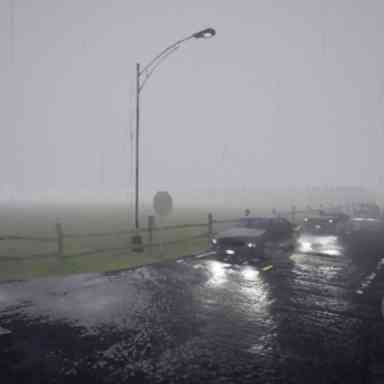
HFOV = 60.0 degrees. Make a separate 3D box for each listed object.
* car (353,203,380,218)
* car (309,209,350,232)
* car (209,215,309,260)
[{"bbox_3d":[18.197,1.889,34.551,2.033,1.411,5.357,0,0,36],"label":"car"},{"bbox_3d":[8.850,1.798,21.751,1.895,1.301,4.718,0,0,36],"label":"car"},{"bbox_3d":[2.801,1.658,13.404,2.033,1.411,5.357,0,0,35],"label":"car"}]
